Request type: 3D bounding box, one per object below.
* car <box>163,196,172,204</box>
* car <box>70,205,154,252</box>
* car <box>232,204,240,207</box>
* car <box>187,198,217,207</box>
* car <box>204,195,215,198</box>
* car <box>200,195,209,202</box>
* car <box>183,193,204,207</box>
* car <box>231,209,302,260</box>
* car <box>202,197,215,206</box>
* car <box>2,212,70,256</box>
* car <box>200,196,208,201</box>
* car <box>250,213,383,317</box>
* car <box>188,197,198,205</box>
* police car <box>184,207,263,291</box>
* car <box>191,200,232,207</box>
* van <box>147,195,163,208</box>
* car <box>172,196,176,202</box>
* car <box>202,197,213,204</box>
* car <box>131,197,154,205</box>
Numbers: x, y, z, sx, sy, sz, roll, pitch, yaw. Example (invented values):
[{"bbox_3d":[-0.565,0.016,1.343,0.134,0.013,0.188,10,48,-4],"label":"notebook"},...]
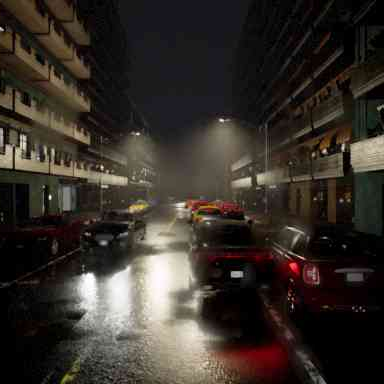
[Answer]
[{"bbox_3d":[-5.475,1.516,64.124,1.967,1.590,4.097,0,0,0],"label":"car"},{"bbox_3d":[-3.054,1.495,13.935,2.128,1.511,4.902,0,0,0],"label":"car"},{"bbox_3d":[2.770,1.554,24.439,1.887,1.381,4.507,0,0,0],"label":"car"},{"bbox_3d":[0.828,1.489,25.050,1.882,1.535,5.008,0,0,-3],"label":"car"},{"bbox_3d":[2.866,1.363,52.747,2.192,1.841,5.009,0,0,0],"label":"car"},{"bbox_3d":[2.964,1.567,81.056,1.967,1.590,4.097,0,0,0],"label":"car"},{"bbox_3d":[0.201,1.387,46.706,2.097,1.767,4.553,0,0,1],"label":"car"},{"bbox_3d":[2.732,1.529,13.285,1.752,1.417,4.829,0,0,0],"label":"car"},{"bbox_3d":[2.887,1.613,58.409,2.008,1.369,4.403,0,0,0],"label":"car"},{"bbox_3d":[-5.649,1.548,13.167,1.887,1.381,4.507,0,0,0],"label":"car"},{"bbox_3d":[2.984,1.713,86.715,1.947,1.339,4.313,0,0,0],"label":"car"},{"bbox_3d":[2.712,1.440,7.452,1.967,1.590,4.097,0,0,0],"label":"car"},{"bbox_3d":[0.208,1.593,60.748,1.812,1.442,4.674,0,0,0],"label":"car"},{"bbox_3d":[0.830,1.427,9.176,1.930,1.638,5.238,0,0,-1],"label":"police car"},{"bbox_3d":[0.964,1.462,19.276,1.801,1.575,5.366,0,0,0],"label":"car"},{"bbox_3d":[-5.533,1.377,47.139,1.690,1.788,3.998,0,0,0],"label":"van"},{"bbox_3d":[-5.416,1.651,80.940,1.752,1.417,4.829,0,0,0],"label":"car"},{"bbox_3d":[2.906,1.627,64.071,2.008,1.369,4.403,0,0,0],"label":"car"},{"bbox_3d":[-5.572,1.543,35.645,1.752,1.417,4.829,0,0,0],"label":"car"}]
